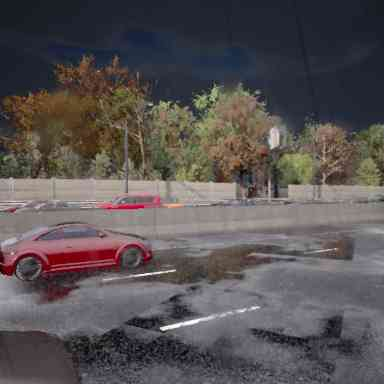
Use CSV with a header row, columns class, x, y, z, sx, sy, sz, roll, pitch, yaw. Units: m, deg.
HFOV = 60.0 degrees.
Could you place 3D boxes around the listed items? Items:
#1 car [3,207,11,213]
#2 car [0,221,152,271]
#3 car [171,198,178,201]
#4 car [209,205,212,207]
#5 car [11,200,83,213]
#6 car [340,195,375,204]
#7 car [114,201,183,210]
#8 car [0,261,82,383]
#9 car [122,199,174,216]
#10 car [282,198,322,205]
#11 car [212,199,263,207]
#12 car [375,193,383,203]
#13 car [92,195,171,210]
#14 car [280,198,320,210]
class,x,y,z,sx,sy,sz,roll,pitch,yaw
car,-13.344,1.478,28.461,5.008,1.535,1.882,0,0,-30
car,-3.306,1.563,9.770,4.181,1.385,1.994,0,0,-30
car,-3.041,1.352,30.411,4.553,1.767,2.097,0,0,-30
car,4.589,1.548,38.910,5.357,1.411,2.033,0,0,-30
car,-11.034,1.492,25.754,4.902,1.511,2.128,0,0,-30
car,22.100,1.358,45.059,4.553,1.767,2.097,0,0,-30
car,-2.777,1.563,22.464,4.181,1.385,1.994,0,0,-30
car,-3.294,1.547,1.677,5.357,1.411,2.033,0,0,-30
car,-4.445,1.505,33.642,4.892,1.490,1.837,0,0,-30
car,13.572,1.493,40.091,4.902,1.511,2.128,0,0,-30
car,5.159,1.548,35.190,5.357,1.411,2.033,0,0,-30
car,30.952,1.243,54.228,5.566,2.045,2.150,0,0,-30
car,-4.800,1.221,25.334,5.566,2.045,2.150,0,0,-30
car,14.534,1.550,44.700,5.357,1.411,2.033,0,0,-30
